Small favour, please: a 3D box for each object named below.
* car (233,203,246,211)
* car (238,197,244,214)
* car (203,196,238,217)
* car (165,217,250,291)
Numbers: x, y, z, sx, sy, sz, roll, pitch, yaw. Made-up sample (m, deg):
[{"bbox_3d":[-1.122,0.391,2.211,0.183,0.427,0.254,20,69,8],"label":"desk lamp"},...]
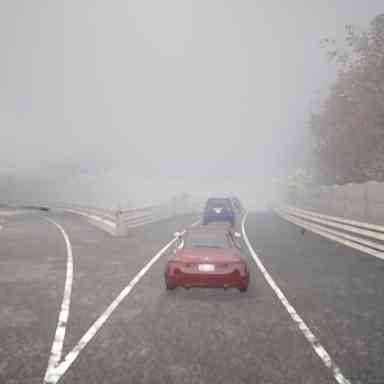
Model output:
[{"bbox_3d":[8.489,2.694,59.446,1.895,1.301,4.718,0,-3,12],"label":"car"},{"bbox_3d":[4.931,1.543,40.862,2.150,2.045,5.566,0,-1,9],"label":"car"},{"bbox_3d":[2.106,1.366,24.433,2.150,2.045,5.566,0,0,8],"label":"car"},{"bbox_3d":[0.425,1.618,9.194,1.994,1.385,4.181,0,0,3],"label":"car"}]
